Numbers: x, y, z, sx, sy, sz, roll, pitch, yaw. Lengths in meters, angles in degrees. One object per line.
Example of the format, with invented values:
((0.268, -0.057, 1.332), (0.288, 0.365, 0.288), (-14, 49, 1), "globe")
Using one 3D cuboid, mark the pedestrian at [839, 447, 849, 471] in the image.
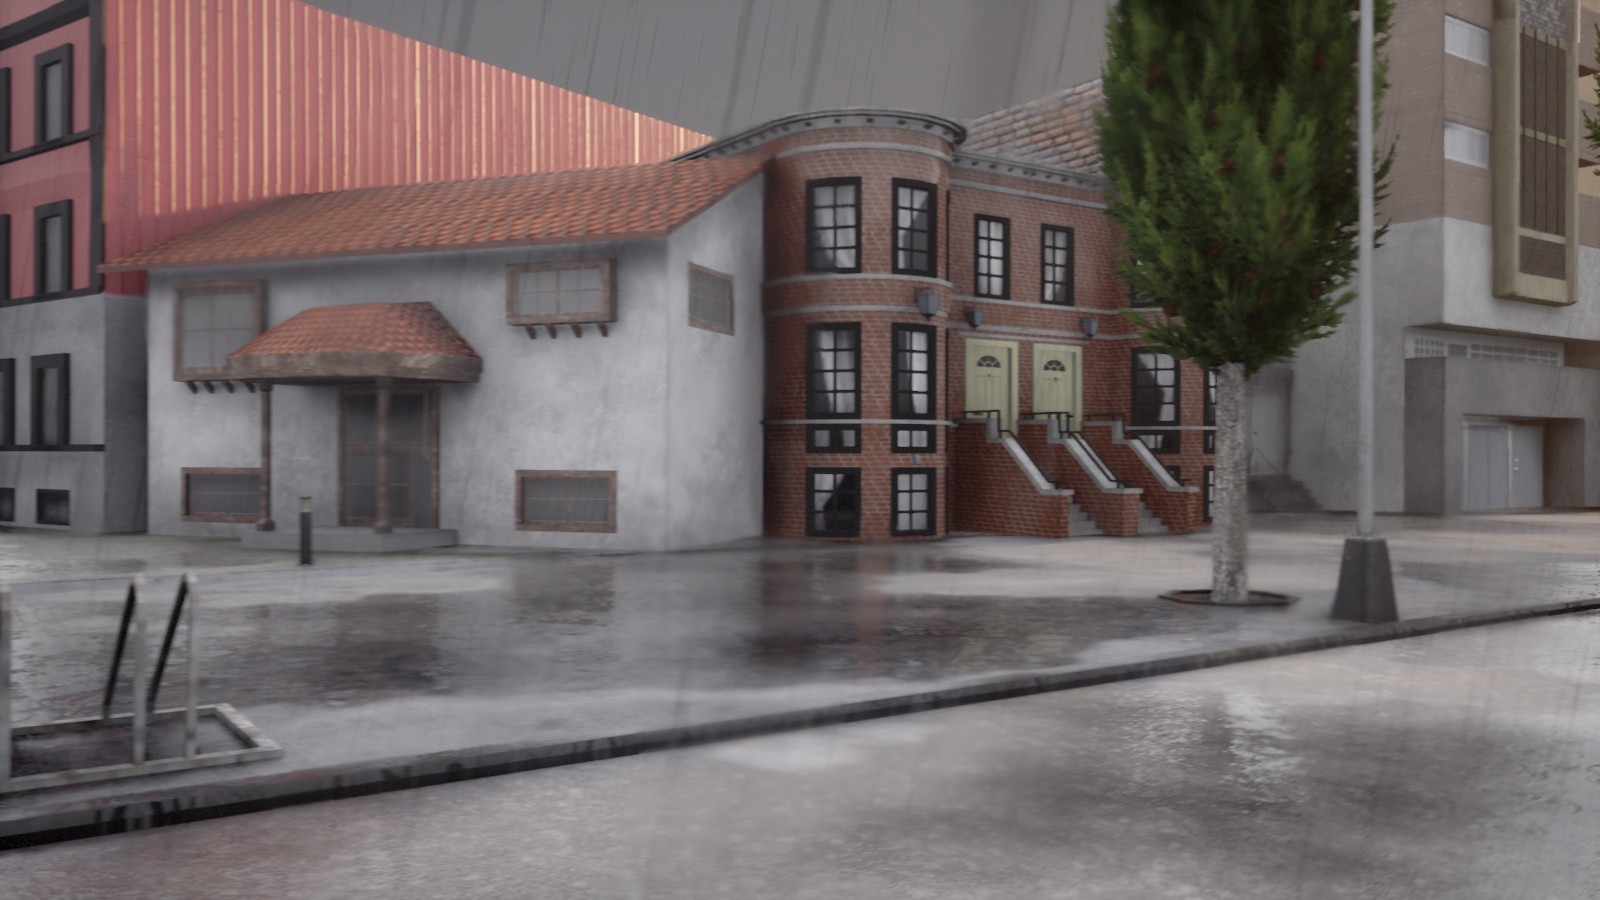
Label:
((3.368, 0.684, 96.495), (0.354, 1.836, 0.706), (0, 0, -37), "pedestrian")
